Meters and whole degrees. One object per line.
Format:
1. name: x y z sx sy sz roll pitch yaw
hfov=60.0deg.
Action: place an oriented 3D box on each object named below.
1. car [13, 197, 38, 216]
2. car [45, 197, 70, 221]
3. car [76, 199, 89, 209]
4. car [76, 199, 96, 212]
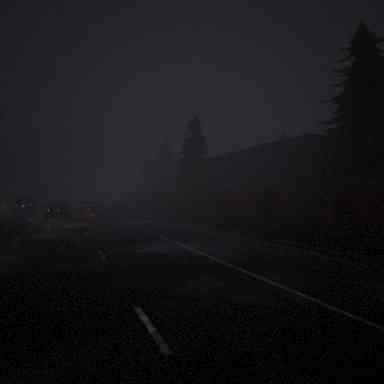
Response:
1. car: -19.221 1.626 38.504 2.150 2.045 5.566 -1 0 -22
2. car: -12.603 1.646 31.262 2.097 1.767 4.553 -1 0 -22
3. car: -18.768 1.969 56.849 1.882 1.535 5.008 -1 0 -19
4. car: -13.929 1.879 44.171 1.837 1.490 4.892 -1 0 -22
